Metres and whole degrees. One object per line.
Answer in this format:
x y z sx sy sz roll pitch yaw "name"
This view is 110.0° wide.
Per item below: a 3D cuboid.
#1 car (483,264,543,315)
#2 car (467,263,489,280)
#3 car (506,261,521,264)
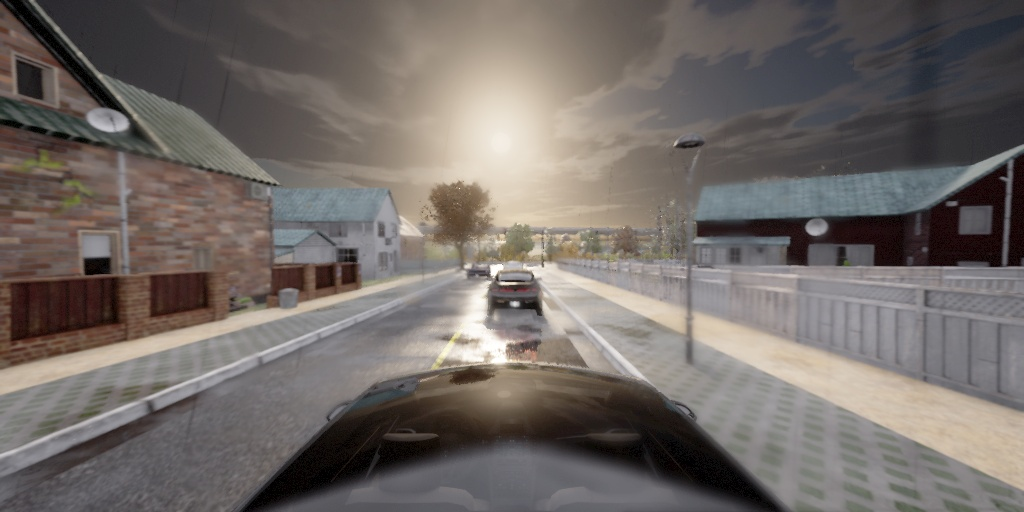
0.104 1.222 13.369 1.837 1.490 4.892 0 0 0 "car"
-2.744 1.278 30.739 1.895 1.301 4.718 0 0 0 "car"
0.110 1.201 31.964 1.812 1.442 4.674 0 0 0 "car"
